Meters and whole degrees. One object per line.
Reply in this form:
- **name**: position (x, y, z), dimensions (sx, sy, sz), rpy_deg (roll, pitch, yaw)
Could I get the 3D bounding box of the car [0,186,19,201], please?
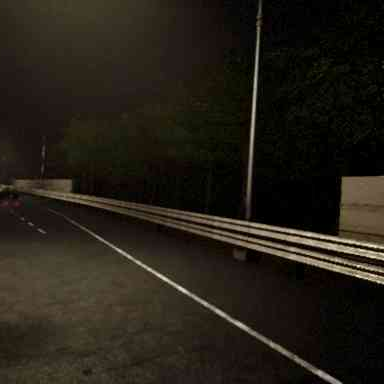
- **car**: position (-23.342, 0.227, 42.516), dimensions (2.128, 1.511, 4.902), rpy_deg (4, 0, -35)
